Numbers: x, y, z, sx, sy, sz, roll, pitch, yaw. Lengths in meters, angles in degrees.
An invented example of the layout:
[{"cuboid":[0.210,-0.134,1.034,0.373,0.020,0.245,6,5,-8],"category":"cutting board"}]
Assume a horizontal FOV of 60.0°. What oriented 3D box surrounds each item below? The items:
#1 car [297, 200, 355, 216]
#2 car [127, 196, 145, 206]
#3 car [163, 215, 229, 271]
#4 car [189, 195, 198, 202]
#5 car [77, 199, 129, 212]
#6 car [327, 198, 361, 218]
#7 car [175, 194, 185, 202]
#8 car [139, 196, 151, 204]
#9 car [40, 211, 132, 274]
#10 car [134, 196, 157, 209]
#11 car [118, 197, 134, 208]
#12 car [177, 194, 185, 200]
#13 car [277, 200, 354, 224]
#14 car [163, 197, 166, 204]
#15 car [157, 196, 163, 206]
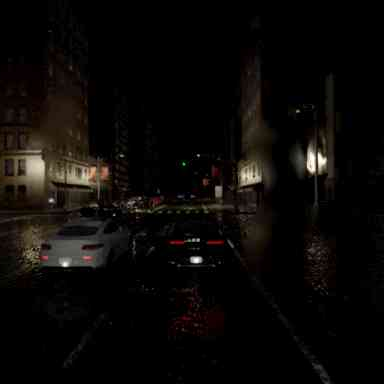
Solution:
[{"cuboid":[13.238,1.578,33.173,5.008,1.535,1.882,0,-1,1],"category":"car"},{"cuboid":[-9.534,1.532,56.630,2.128,1.511,4.902,0,0,1],"category":"car"},{"cuboid":[0.122,1.508,10.914,1.837,1.490,4.892,0,-1,0],"category":"car"},{"cuboid":[0.369,1.542,76.659,2.128,1.511,4.902,0,0,0],"category":"car"},{"cuboid":[-7.391,1.484,26.230,2.128,1.511,4.902,2,-2,-43],"category":"car"},{"cuboid":[12.584,1.409,29.925,4.553,1.767,2.097,0,-1,0],"category":"car"},{"cuboid":[-2.885,1.541,75.886,2.128,1.511,4.902,0,0,0],"category":"car"},{"cuboid":[-9.433,1.567,66.844,1.812,1.442,4.674,0,0,0],"category":"car"},{"cuboid":[-3.128,1.537,10.538,1.812,1.442,4.674,0,0,0],"category":"car"},{"cuboid":[-6.381,1.538,46.030,1.837,1.490,4.892,0,0,1],"category":"car"},{"cuboid":[-9.624,1.545,46.501,1.837,1.490,4.892,0,0,0],"category":"car"},{"cuboid":[-2.830,1.326,86.305,1.882,1.535,5.008,0,0,0],"category":"car"},{"cuboid":[8.304,1.488,23.133,4.674,1.442,1.812,0,-2,-4],"category":"car"},{"cuboid":[-6.189,1.581,65.518,2.033,1.411,5.357,0,0,0],"category":"car"},{"cuboid":[-6.306,1.559,55.054,1.812,1.442,4.674,0,0,1],"category":"car"}]
